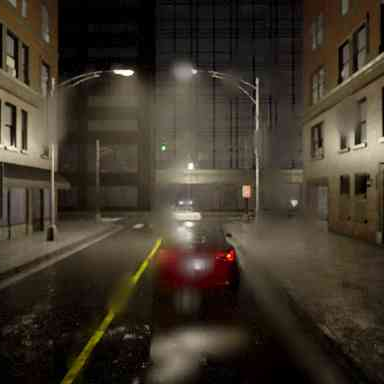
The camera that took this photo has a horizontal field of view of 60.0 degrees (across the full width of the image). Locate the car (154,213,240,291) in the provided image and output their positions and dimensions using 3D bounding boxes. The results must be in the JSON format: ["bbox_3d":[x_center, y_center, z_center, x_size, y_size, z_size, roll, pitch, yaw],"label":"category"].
[{"bbox_3d":[0.106,1.559,9.181,2.163,1.488,4.792,0,0,0],"label":"car"}]

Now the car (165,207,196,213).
[{"bbox_3d":[-0.841,1.751,24.833,1.895,1.301,4.718,0,0,-14],"label":"car"}]
